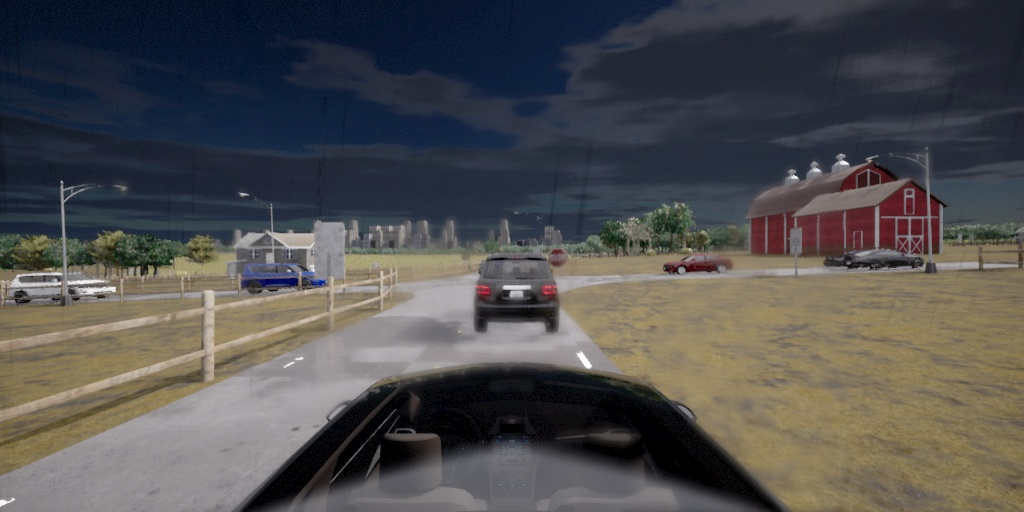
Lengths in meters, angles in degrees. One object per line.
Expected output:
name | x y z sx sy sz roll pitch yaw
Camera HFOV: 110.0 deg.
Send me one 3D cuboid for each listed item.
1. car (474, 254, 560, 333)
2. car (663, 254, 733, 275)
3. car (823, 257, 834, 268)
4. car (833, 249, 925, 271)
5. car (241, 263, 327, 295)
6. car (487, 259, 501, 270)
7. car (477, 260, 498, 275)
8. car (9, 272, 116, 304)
car | 0.121 0.970 10.894 2.150 2.045 5.566 0 0 0
car | 14.366 0.616 27.893 5.008 1.535 1.882 -2 0 0
car | 26.861 0.240 27.883 4.181 1.385 1.994 -2 0 0
car | 25.711 0.244 24.945 4.674 1.442 1.812 -2 0 0
car | -15.681 1.517 24.985 5.566 2.045 2.150 -2 0 -1
car | -2.739 1.235 54.412 1.882 1.535 5.008 0 0 0
car | -2.734 1.237 40.581 2.128 1.511 4.902 0 0 -1
car | -31.229 2.145 24.969 5.566 2.045 2.150 -2 0 0
